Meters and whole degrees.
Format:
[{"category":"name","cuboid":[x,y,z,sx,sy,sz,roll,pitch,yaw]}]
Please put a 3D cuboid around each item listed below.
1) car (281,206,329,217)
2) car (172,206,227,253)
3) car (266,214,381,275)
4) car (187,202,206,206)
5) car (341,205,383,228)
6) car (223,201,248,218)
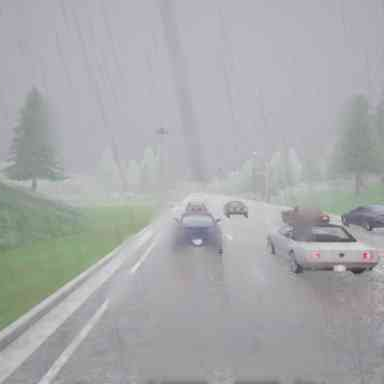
[{"category":"car","cuboid":[7.297,1.585,22.028,1.895,1.301,4.718,0,0,1]},{"category":"car","cuboid":[0.213,1.511,13.526,1.812,1.442,4.674,0,0,1]},{"category":"car","cuboid":[3.680,1.593,10.430,1.895,1.301,4.718,0,0,1]},{"category":"car","cuboid":[0.395,1.567,31.750,1.895,1.301,4.718,0,0,1]},{"category":"car","cuboid":[10.777,1.516,20.097,1.812,1.442,4.674,0,0,1]},{"category":"car","cuboid":[3.884,1.518,30.326,2.033,1.411,5.357,0,0,0]}]
